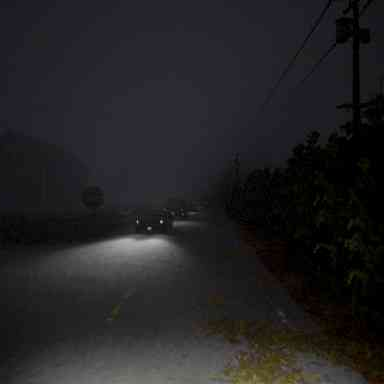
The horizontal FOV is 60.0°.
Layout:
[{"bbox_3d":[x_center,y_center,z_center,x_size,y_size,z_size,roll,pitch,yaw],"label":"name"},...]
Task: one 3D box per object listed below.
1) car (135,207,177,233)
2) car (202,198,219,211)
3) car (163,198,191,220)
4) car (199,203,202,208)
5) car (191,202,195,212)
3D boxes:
[{"bbox_3d":[-2.391,1.886,21.959,1.895,1.301,4.718,0,-1,4],"label":"car"},{"bbox_3d":[3.191,1.916,53.510,2.150,2.045,5.566,0,-1,4],"label":"car"},{"bbox_3d":[-1.607,1.656,33.300,2.150,2.045,5.566,0,-1,3],"label":"car"},{"bbox_3d":[3.041,2.397,64.206,1.994,1.385,4.181,0,-1,-25],"label":"car"},{"bbox_3d":[-0.508,2.180,48.867,2.033,1.411,5.357,0,-1,4],"label":"car"}]
